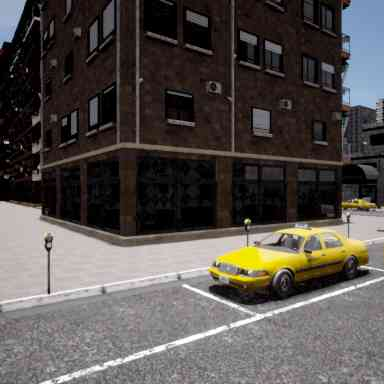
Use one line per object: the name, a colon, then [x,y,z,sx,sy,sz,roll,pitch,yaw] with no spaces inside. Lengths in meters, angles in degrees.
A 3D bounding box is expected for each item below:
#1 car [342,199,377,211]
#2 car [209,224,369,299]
car: [19.289,1.469,39.688,1.752,1.417,4.829,0,0,-35]
car: [2.638,1.525,8.454,4.829,1.417,1.752,0,0,-36]
